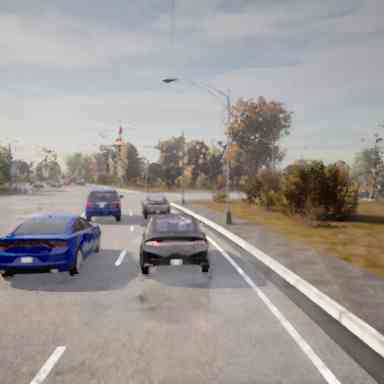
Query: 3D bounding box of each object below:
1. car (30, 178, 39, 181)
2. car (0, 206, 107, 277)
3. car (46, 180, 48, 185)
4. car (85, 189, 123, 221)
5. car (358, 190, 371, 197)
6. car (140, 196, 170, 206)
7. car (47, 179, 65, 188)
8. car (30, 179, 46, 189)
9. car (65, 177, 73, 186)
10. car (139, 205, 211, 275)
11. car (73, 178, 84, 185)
[{"bbox_3d":[-39.723,-2.603,84.097,2.150,2.045,5.566,-2,3,-27],"label":"car"},{"bbox_3d":[-4.073,1.418,10.188,1.882,1.535,5.008,0,0,-5],"label":"car"},{"bbox_3d":[-36.624,-2.424,85.737,1.837,1.490,4.892,-2,3,-27],"label":"car"},{"bbox_3d":[-5.921,0.802,22.650,2.150,2.045,5.566,-1,3,-11],"label":"car"},{"bbox_3d":[31.711,0.307,63.303,4.718,1.301,1.895,2,2,-24],"label":"car"},{"bbox_3d":[-2.653,0.999,24.040,2.128,1.511,4.902,-1,3,-11],"label":"car"},{"bbox_3d":[-29.066,-1.597,71.169,2.128,1.511,4.902,-2,4,-27],"label":"car"},{"bbox_3d":[-32.185,-1.504,69.583,1.812,1.442,4.674,-2,4,-27],"label":"car"},{"bbox_3d":[-32.761,-2.565,85.882,2.097,1.767,4.553,-2,3,-27],"label":"car"},{"bbox_3d":[-0.591,1.414,10.317,2.128,1.511,4.902,0,1,-5],"label":"car"},{"bbox_3d":[-29.681,-2.422,87.557,1.895,1.301,4.718,-2,3,-27],"label":"car"}]
